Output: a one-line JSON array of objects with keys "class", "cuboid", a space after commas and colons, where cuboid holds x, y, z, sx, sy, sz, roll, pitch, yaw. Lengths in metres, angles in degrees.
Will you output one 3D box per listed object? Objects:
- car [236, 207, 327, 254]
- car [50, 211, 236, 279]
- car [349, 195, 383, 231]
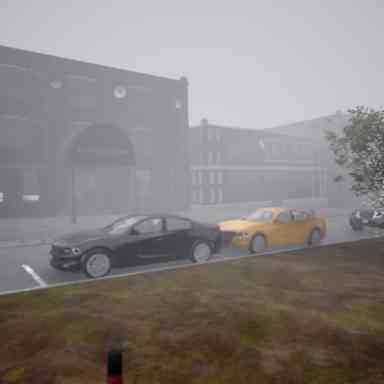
[{"class": "car", "cuboid": [3.111, 1.355, 12.885, 5.008, 1.535, 2.097, 1, 0, -33]}, {"class": "car", "cuboid": [-1.402, 1.351, 9.658, 5.008, 1.535, 2.097, 0, 0, -33]}, {"class": "car", "cuboid": [11.152, 1.167, 18.633, 5.566, 2.045, 2.435, 0, 0, -35]}]
